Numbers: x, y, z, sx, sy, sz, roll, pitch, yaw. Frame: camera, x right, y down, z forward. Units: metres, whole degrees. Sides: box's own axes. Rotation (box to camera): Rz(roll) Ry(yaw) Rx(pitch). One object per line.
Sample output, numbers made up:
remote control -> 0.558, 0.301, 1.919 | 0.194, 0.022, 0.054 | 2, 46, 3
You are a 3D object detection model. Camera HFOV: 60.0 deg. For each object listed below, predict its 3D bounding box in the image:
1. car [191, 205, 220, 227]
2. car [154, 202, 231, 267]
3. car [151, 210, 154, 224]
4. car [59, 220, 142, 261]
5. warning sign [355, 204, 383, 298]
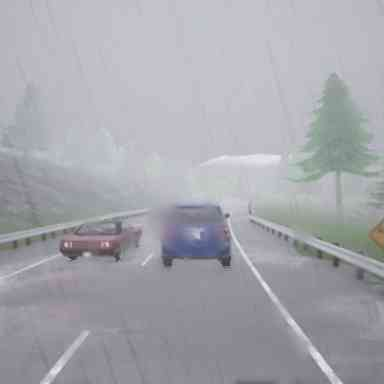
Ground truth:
car -> 1.200, 1.841, 26.740 | 2.033, 1.411, 5.357 | 0, -1, 6
car -> 0.218, 1.359, 12.084 | 2.150, 2.045, 5.566 | 0, 0, 3
car -> -2.176, 1.801, 28.018 | 2.128, 1.511, 4.902 | 0, 0, 6
car -> -3.238, 1.744, 12.895 | 1.895, 1.301, 4.718 | 0, -1, 3
warning sign -> 4.430, 1.196, 7.186 | 1.300, 1.860, 1.060 | 0, -1, 1
